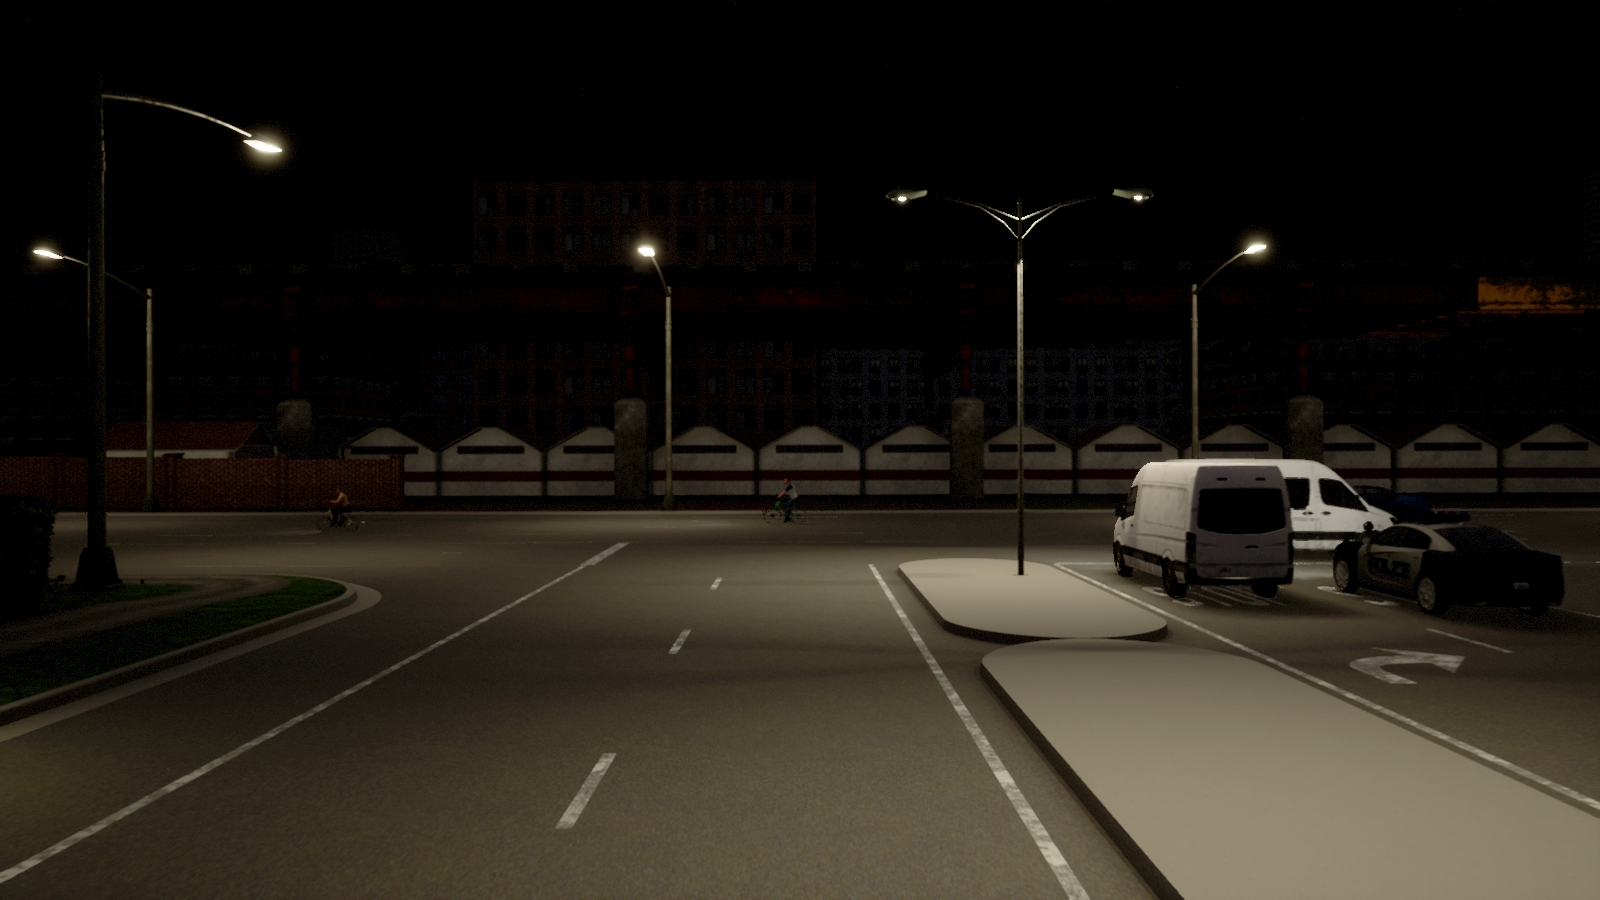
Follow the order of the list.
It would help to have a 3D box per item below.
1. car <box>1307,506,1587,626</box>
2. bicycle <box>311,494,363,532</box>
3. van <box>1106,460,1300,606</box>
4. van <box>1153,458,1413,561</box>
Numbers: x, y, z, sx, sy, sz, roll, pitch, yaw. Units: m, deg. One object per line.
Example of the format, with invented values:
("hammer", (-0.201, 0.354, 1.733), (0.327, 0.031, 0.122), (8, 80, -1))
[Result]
("car", (11.385, 1.958, 20.669), (2.097, 1.638, 5.238), (0, 0, 0))
("bicycle", (-16.339, 2.226, 40.378), (1.487, 1.301, 0.859), (0, 0, 0))
("van", (8.033, 1.524, 23.487), (1.988, 2.561, 5.915), (0, 0, 1))
("van", (12.476, 1.512, 29.779), (5.915, 2.561, 1.988), (0, 0, 0))
